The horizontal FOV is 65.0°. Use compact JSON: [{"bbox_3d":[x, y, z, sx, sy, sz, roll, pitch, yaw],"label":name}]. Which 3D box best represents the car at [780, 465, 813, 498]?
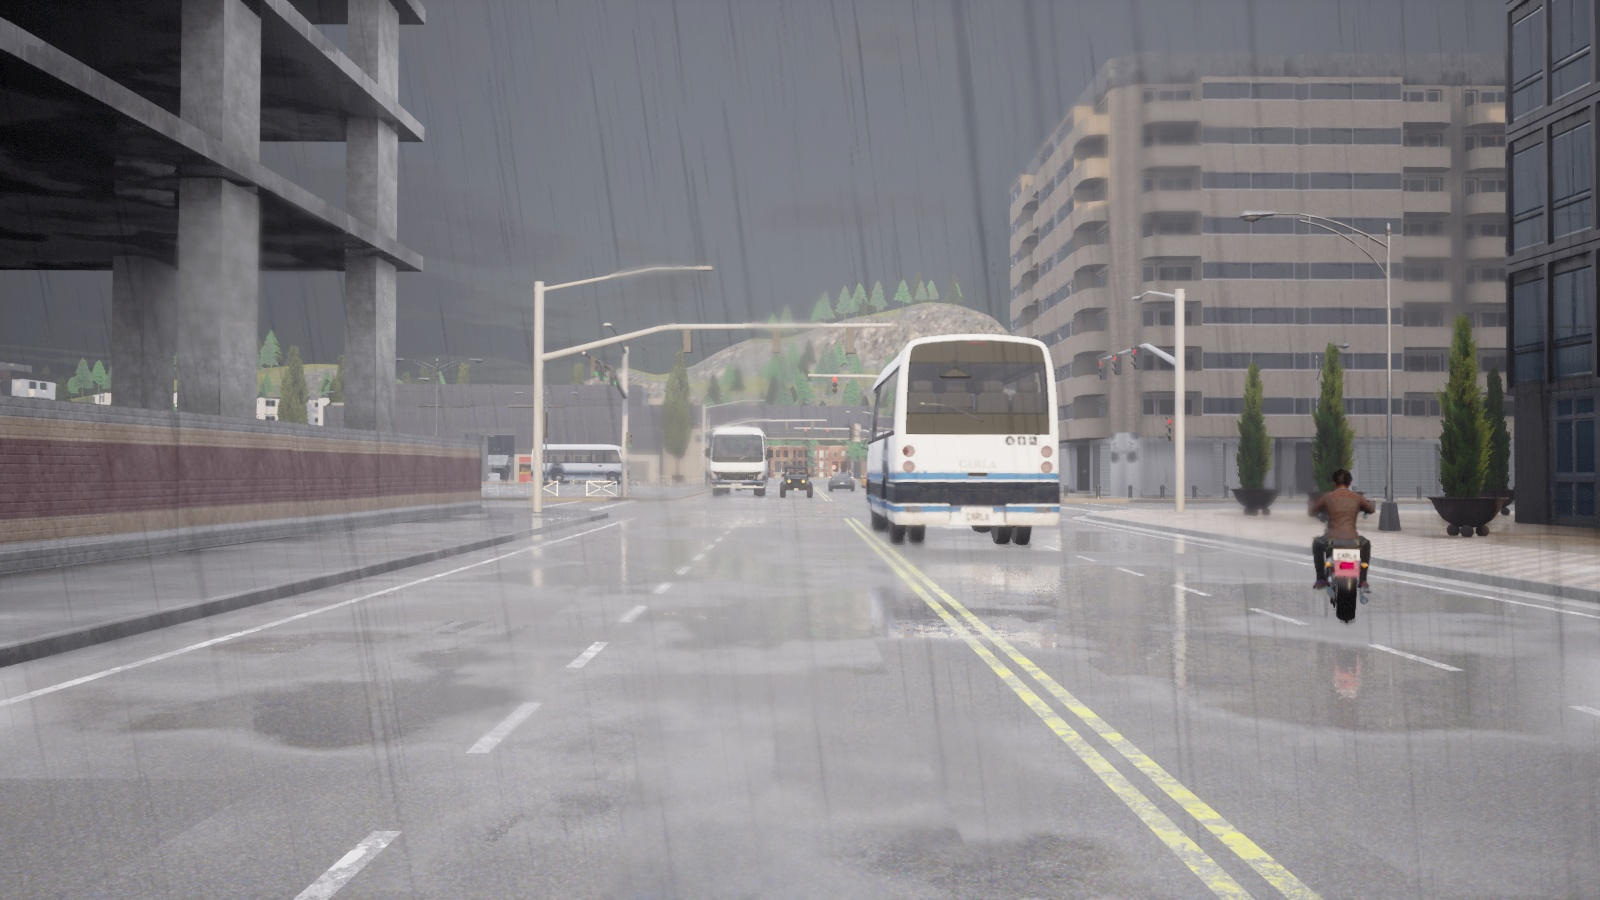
[{"bbox_3d":[-0.204,1.853,74.108,1.905,1.878,3.866,0,-1,0],"label":"car"}]

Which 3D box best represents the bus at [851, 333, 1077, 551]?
[{"bbox_3d":[3.413,-0.078,29.704,3.944,4.253,10.273,0,-1,0],"label":"bus"}]

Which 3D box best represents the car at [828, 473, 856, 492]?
[{"bbox_3d":[3.233,2.502,97.720,1.994,1.385,4.181,0,-1,0],"label":"car"}]

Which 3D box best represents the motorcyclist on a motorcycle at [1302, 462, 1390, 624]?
[{"bbox_3d":[6.076,0.977,14.075,0.766,1.649,2.350,-1,-1,21],"label":"motorcyclist on a motorcycle"}]

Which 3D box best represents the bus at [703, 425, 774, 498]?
[{"bbox_3d":[-3.721,0.771,78.672,3.944,4.253,10.273,0,-1,0],"label":"bus"}]
